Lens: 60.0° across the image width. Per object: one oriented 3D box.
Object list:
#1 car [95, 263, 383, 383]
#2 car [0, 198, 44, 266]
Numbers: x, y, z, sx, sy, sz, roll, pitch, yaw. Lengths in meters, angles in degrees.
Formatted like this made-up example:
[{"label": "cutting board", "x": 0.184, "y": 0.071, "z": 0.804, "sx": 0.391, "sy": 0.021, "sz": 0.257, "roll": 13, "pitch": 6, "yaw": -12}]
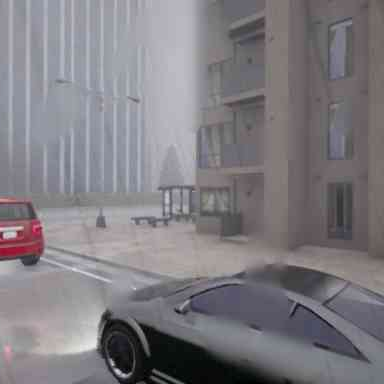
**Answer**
[{"label": "car", "x": 0.758, "y": 1.566, "z": 3.846, "sx": 4.181, "sy": 1.385, "sz": 1.994, "roll": 0, "pitch": 0, "yaw": 39}, {"label": "car", "x": -6.658, "y": 1.190, "z": 10.401, "sx": 5.566, "sy": 2.045, "sz": 2.150, "roll": 0, "pitch": 0, "yaw": 43}]
